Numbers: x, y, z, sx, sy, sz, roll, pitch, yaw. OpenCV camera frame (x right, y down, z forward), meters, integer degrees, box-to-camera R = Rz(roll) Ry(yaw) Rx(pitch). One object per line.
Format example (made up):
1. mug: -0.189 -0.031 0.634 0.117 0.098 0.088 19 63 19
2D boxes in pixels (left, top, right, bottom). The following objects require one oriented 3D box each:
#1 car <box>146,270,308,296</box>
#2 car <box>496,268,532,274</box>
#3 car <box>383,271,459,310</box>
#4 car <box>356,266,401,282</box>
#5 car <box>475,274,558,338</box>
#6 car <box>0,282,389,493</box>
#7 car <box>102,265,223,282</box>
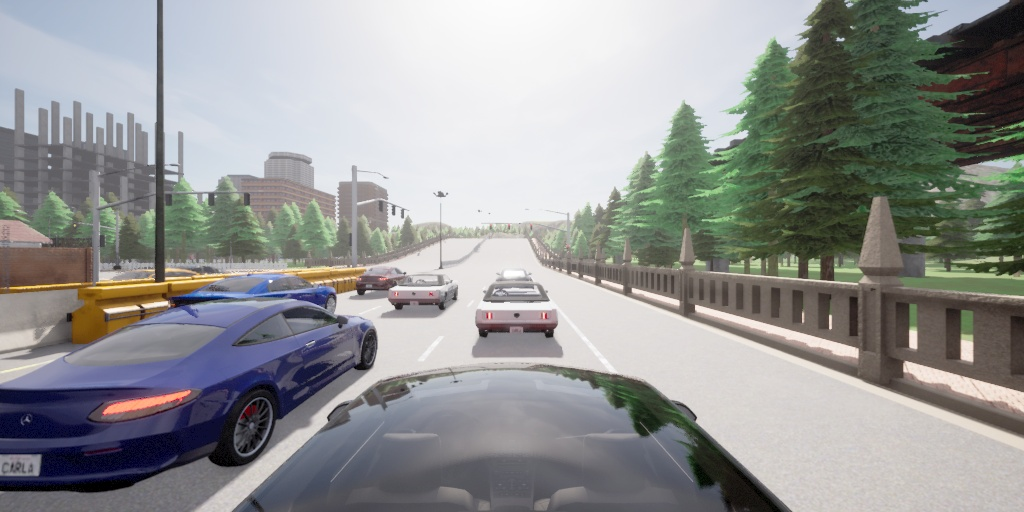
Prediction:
1. car: -6.895 1.232 10.233 1.882 1.535 5.008 0 0 0
2. car: 0.110 1.322 18.931 1.994 1.385 4.181 0 0 0
3. car: -3.392 1.357 14.693 1.895 1.301 4.718 0 0 0
4. car: -6.889 1.284 19.574 1.812 1.442 4.674 0 0 0
5. car: 0.105 1.355 10.180 1.895 1.301 4.718 0 0 0
6. car: -3.397 1.277 4.775 1.812 1.442 4.674 0 0 0
7. car: -14.071 1.233 13.887 1.882 1.535 5.008 0 0 0
